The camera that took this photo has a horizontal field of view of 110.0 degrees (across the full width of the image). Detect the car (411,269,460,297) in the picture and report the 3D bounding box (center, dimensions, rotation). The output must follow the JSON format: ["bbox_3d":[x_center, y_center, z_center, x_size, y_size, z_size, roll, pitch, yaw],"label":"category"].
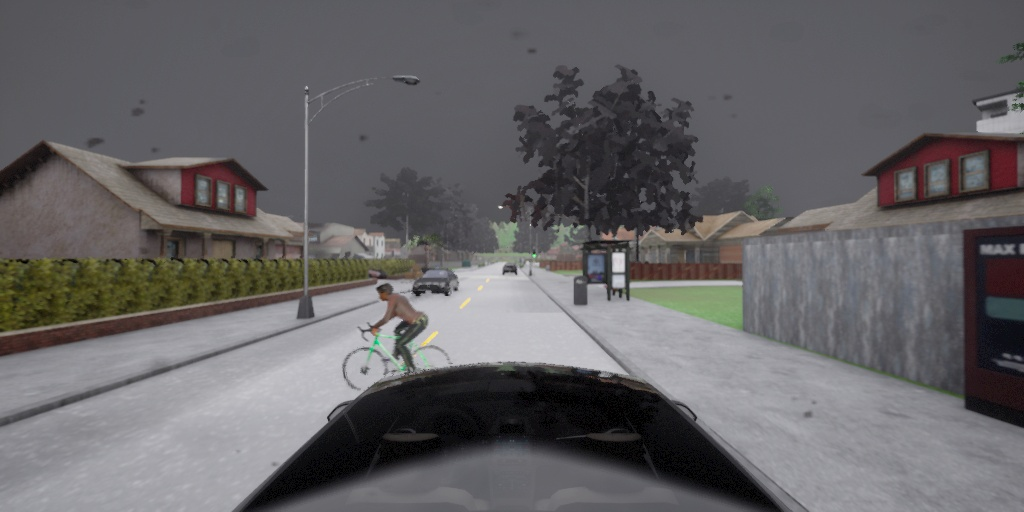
[{"bbox_3d":[-4.175,1.462,20.542,2.033,1.411,5.357,0,-1,0],"label":"car"}]

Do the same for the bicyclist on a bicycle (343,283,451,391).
[{"bbox_3d":[-1.736,1.234,5.388,1.656,1.620,0.582,-1,0,0],"label":"bicyclist on a bicycle"}]

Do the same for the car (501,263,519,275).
[{"bbox_3d":[-0.256,1.637,45.677,1.837,1.490,4.892,0,0,0],"label":"car"}]
